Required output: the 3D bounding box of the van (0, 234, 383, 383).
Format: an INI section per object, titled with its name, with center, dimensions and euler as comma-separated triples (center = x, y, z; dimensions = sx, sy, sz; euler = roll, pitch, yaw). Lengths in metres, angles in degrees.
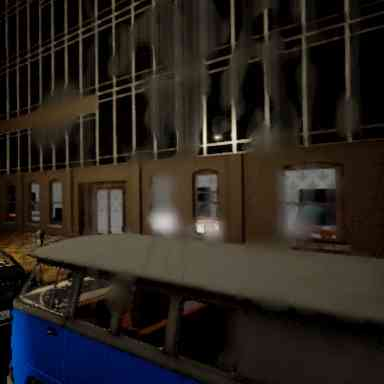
[van]
center = 0.015, 1.352, 2.875
dimensions = 3.998, 1.788, 1.690
euler = 0, -1, 35
